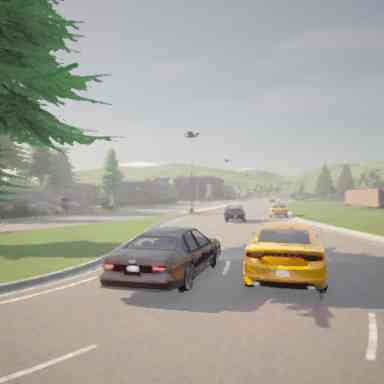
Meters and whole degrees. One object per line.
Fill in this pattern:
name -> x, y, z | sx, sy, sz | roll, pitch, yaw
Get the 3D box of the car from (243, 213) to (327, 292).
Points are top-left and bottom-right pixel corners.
car -> 2.648, 1.601, 9.423 | 1.882, 1.535, 5.008 | 0, -1, 17

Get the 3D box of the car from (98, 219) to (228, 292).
car -> -0.552, 1.724, 9.534 | 2.033, 1.411, 5.357 | -1, -1, 17

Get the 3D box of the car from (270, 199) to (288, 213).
car -> 9.455, 1.918, 36.242 | 1.801, 1.575, 5.366 | -1, -1, 13

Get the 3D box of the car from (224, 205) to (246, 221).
car -> 4.137, 1.965, 31.783 | 2.128, 1.511, 4.902 | -1, -1, 7
